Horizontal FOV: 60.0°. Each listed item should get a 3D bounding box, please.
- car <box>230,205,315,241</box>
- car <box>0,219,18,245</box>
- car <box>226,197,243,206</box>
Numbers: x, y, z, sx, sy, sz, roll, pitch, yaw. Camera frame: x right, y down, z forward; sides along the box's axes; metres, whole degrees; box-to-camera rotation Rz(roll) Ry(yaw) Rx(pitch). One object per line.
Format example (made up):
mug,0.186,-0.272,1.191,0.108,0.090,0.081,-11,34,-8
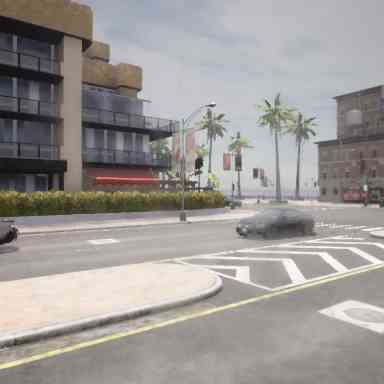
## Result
car,4.337,1.526,16.858,4.674,1.442,1.812,0,0,-35
car,-8.913,1.492,11.763,4.902,1.511,2.128,0,0,-35
car,5.755,1.505,51.583,1.837,1.490,4.892,0,0,-35
